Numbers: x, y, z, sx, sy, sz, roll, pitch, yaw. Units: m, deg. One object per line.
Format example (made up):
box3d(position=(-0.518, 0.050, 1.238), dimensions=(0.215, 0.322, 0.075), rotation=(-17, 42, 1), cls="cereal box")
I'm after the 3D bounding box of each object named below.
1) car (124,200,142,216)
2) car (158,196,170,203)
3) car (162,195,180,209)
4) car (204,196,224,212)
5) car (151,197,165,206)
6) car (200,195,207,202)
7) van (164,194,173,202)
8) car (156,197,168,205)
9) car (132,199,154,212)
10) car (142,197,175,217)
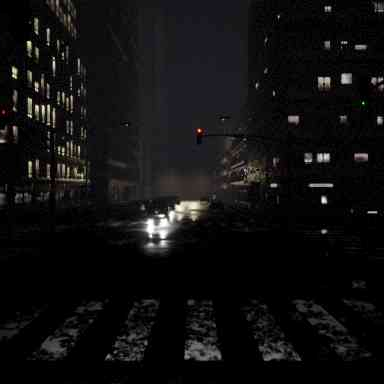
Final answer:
box3d(position=(-5.644, 1.515, 32.970), dimensions=(1.752, 1.417, 4.829), rotation=(-1, 0, 0), cls="car")
box3d(position=(-5.581, 1.526, 67.067), dimensions=(1.887, 1.381, 4.507), rotation=(-1, 0, 0), cls="car")
box3d(position=(-3.019, 1.479, 41.406), dimensions=(2.128, 1.511, 4.902), rotation=(0, 0, 0), cls="car")
box3d(position=(2.747, 1.539, 38.779), dimensions=(2.008, 1.369, 4.403), rotation=(-1, 0, 0), cls="car")
box3d(position=(-5.602, 1.528, 55.758), dimensions=(1.887, 1.381, 4.507), rotation=(-1, 0, 0), cls="car")
box3d(position=(2.808, 1.420, 72.707), dimensions=(1.967, 1.590, 4.097), rotation=(-1, 0, 0), cls="car")
box3d(position=(-5.563, 1.320, 78.377), dimensions=(1.690, 1.788, 3.998), rotation=(-1, 0, 0), cls="van")
box3d(position=(-5.591, 1.564, 61.412), dimensions=(1.802, 1.307, 4.206), rotation=(-1, 0, 0), cls="car")
box3d(position=(-5.633, 1.554, 38.794), dimensions=(1.947, 1.339, 4.313), rotation=(-1, 0, 0), cls="car")
box3d(position=(-3.044, 1.481, 31.121), dimensions=(2.128, 1.511, 4.902), rotation=(0, 0, 0), cls="car")
